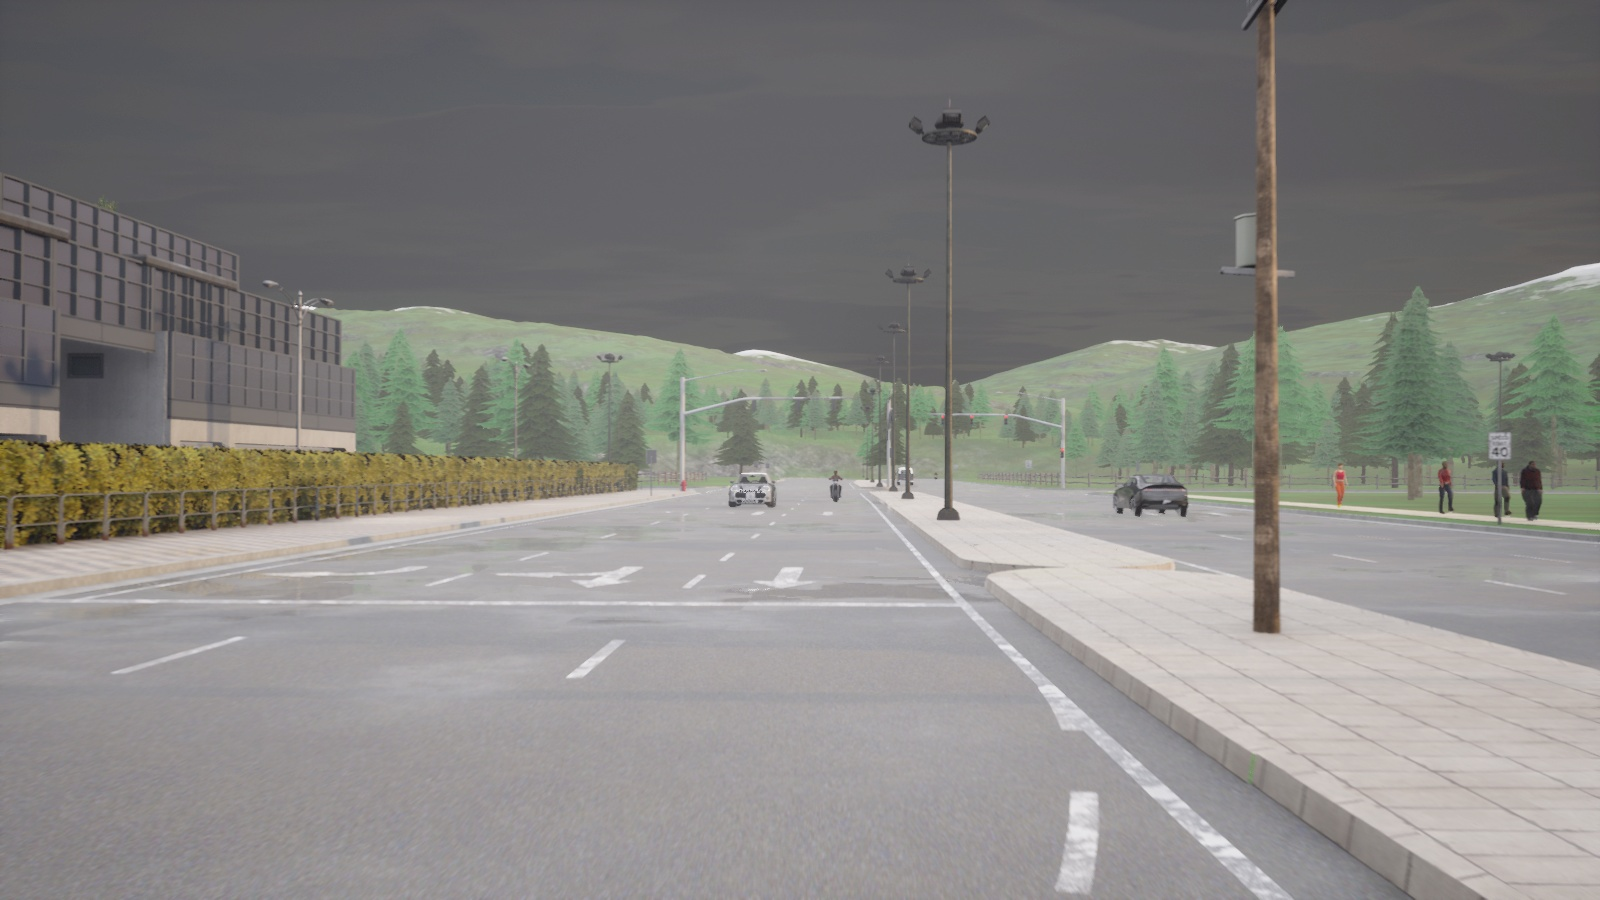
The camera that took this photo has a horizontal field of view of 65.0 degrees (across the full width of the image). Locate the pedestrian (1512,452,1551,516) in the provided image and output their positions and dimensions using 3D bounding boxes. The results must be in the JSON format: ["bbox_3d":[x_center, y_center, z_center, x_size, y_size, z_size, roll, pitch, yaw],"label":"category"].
[{"bbox_3d":[21.456,0.986,36.865,0.634,1.844,0.899,0,-1,4],"label":"pedestrian"}]

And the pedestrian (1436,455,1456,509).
[{"bbox_3d":[22.049,1.085,42.895,0.331,1.846,0.636,0,-1,-1],"label":"pedestrian"}]

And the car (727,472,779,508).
[{"bbox_3d":[-1.978,1.690,53.911,1.970,1.475,3.806,0,-1,2],"label":"car"}]

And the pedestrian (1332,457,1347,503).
[{"bbox_3d":[21.775,1.216,50.664,0.345,1.836,0.594,0,-1,3],"label":"pedestrian"}]

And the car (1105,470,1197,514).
[{"bbox_3d":[12.755,1.489,45.925,2.128,1.511,4.902,0,-1,2],"label":"car"}]

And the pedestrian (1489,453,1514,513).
[{"bbox_3d":[21.890,1.024,39.206,0.370,1.835,0.726,0,-1,1],"label":"pedestrian"}]
